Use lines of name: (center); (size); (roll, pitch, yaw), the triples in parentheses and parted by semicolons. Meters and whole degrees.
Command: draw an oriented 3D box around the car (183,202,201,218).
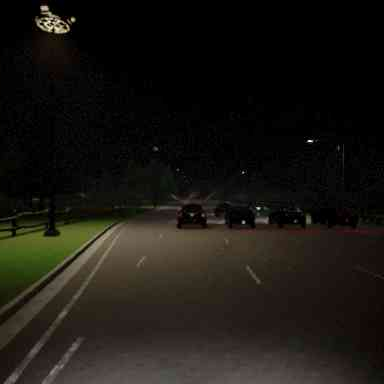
car: (0.031, 1.971, 37.592); (1.837, 1.490, 4.892); (0, 0, 0)

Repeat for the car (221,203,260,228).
car: (3.507, 1.816, 25.001); (1.837, 1.490, 4.892); (0, 0, 0)

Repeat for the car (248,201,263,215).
car: (7.028, 1.812, 37.307); (2.097, 1.767, 4.553); (0, -1, 0)

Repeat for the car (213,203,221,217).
car: (3.528, 1.969, 37.360); (1.837, 1.490, 4.892); (0, 0, 0)

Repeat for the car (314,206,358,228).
car: (10.507, 1.787, 24.971); (1.882, 1.535, 5.008); (0, 0, 0)

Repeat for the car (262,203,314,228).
car: (7.006, 1.801, 24.928); (2.128, 1.511, 4.902); (0, -1, 0)

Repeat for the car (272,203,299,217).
car: (10.531, 1.992, 37.742); (1.812, 1.442, 4.674); (0, 0, 0)

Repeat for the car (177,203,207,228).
car: (0.004, 1.663, 25.156); (2.097, 1.767, 4.553); (0, -1, 0)
